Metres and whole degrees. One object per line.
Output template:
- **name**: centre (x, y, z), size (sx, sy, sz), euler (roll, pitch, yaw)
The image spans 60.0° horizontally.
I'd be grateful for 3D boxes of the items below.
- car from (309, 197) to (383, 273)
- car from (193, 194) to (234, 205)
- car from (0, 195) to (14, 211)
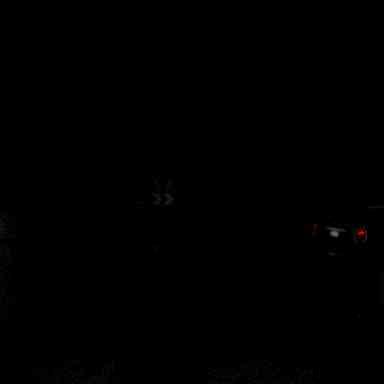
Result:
- **car**: centre (5.880, 1.166, 10.100), size (4.553, 1.767, 2.097), euler (0, 1, -24)
- **car**: centre (2.518, 0.866, 39.776), size (4.718, 1.301, 1.895), euler (0, 1, 18)
- **car**: centre (-17.297, 0.966, 27.814), size (2.128, 1.511, 4.902), euler (0, 1, 16)
